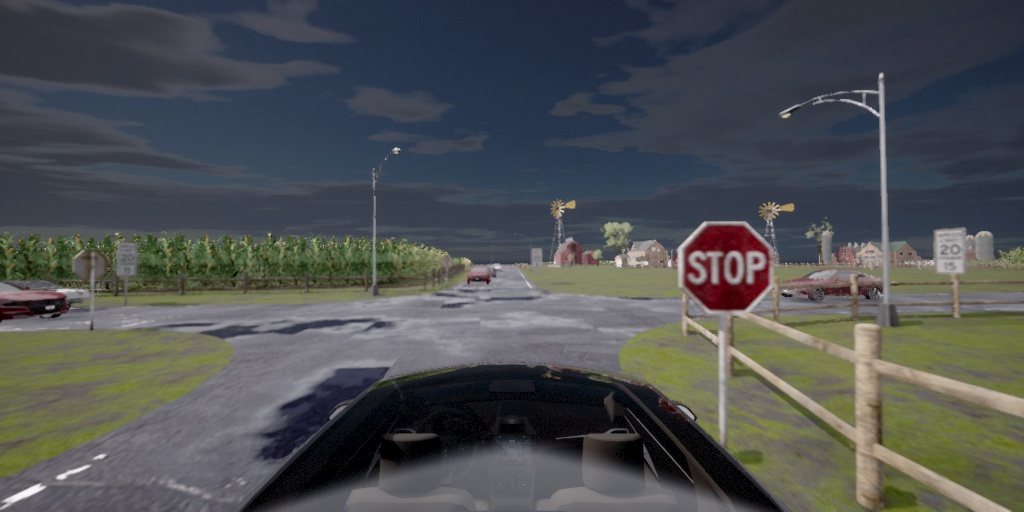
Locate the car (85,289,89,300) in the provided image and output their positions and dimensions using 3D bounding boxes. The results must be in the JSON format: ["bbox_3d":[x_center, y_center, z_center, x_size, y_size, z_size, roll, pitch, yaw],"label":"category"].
[{"bbox_3d":[-20.809,1.668,14.644,4.718,1.301,1.895,0,-1,-5],"label":"car"}]

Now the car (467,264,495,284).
[{"bbox_3d":[-2.829,1.636,31.700,1.882,1.535,5.008,0,-1,0],"label":"car"}]

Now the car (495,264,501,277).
[{"bbox_3d":[-2.817,1.807,42.613,2.128,1.511,4.902,0,-1,0],"label":"car"}]

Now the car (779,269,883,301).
[{"bbox_3d":[15.631,1.384,17.618,4.674,1.442,1.812,0,-1,-5],"label":"car"}]

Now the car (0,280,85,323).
[{"bbox_3d":[-18.032,1.477,11.870,5.008,1.535,1.882,0,-1,-5],"label":"car"}]
